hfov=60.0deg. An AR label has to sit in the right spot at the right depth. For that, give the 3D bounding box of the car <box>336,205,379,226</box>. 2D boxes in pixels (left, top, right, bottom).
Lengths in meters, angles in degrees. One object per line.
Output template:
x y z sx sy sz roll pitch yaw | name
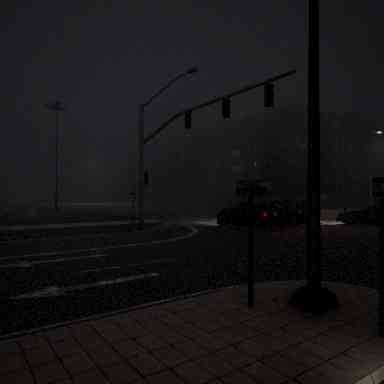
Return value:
12.180 1.547 21.397 2.033 1.411 5.357 0 0 -36 | car

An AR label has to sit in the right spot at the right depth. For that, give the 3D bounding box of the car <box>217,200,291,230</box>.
3.635 1.352 21.260 2.097 1.767 4.553 0 0 -36 | car

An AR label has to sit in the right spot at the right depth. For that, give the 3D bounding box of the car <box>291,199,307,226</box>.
6.376 1.352 23.443 2.097 1.767 4.553 0 0 -36 | car
